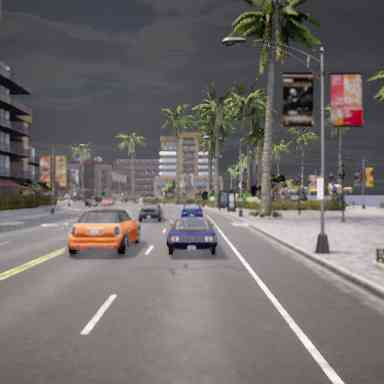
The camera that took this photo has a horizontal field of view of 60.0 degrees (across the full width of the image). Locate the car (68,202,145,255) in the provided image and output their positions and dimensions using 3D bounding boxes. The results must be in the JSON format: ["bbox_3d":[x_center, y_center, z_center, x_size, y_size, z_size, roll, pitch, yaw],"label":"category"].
[{"bbox_3d":[-3.496,1.482,14.078,2.097,1.767,4.553,0,-1,0],"label":"car"}]

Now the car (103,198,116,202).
[{"bbox_3d":[-16.451,1.962,65.694,2.097,1.767,4.553,0,-1,-28],"label":"car"}]

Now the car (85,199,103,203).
[{"bbox_3d":[-19.143,2.086,63.372,2.128,1.511,4.902,0,-1,-28],"label":"car"}]

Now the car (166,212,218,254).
[{"bbox_3d":[0.003,1.733,14.102,1.895,1.301,4.718,0,0,0],"label":"car"}]

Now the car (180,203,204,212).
[{"bbox_3d":[-0.003,1.752,29.485,1.882,1.535,5.008,0,0,0],"label":"car"}]

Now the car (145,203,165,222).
[{"bbox_3d":[-3.501,1.780,29.301,1.837,1.490,4.892,0,0,0],"label":"car"}]
